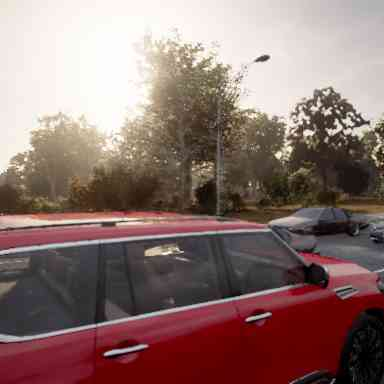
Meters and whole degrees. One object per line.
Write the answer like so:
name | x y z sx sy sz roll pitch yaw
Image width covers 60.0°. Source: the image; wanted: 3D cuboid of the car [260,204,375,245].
car | 5.977 1.395 15.604 5.357 1.411 2.033 -1 1 -29

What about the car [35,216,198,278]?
car | -2.296 1.573 10.660 4.718 1.301 1.895 0 0 -33

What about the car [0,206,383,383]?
car | -0.137 1.217 3.483 5.566 2.045 2.150 0 0 -34

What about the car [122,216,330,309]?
car | 1.089 1.516 8.706 5.357 1.411 2.033 -1 0 -33
